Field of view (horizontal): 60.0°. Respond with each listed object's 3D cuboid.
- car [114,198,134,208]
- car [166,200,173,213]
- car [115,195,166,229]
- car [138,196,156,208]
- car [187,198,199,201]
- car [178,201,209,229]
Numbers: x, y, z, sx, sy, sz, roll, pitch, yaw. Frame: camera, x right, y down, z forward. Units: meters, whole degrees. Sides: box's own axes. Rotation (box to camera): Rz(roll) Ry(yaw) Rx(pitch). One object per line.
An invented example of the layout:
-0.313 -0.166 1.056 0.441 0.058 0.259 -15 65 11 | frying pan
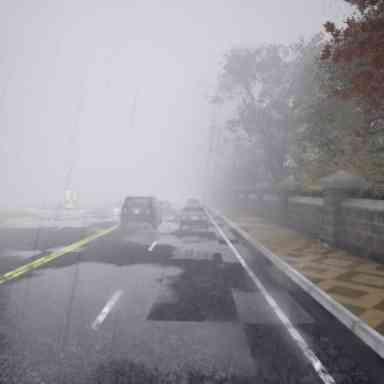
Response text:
-9.798 1.576 48.128 1.895 1.301 4.718 0 0 1 | car
-3.143 1.526 36.233 2.033 1.411 5.357 0 0 0 | car
-3.147 1.207 21.550 2.150 2.045 5.566 0 0 0 | car
-6.548 1.453 48.573 1.882 1.535 5.008 0 0 1 | car
0.105 1.485 40.222 1.837 1.490 4.892 0 1 0 | car
0.096 1.532 21.638 2.033 1.411 5.357 0 0 0 | car
